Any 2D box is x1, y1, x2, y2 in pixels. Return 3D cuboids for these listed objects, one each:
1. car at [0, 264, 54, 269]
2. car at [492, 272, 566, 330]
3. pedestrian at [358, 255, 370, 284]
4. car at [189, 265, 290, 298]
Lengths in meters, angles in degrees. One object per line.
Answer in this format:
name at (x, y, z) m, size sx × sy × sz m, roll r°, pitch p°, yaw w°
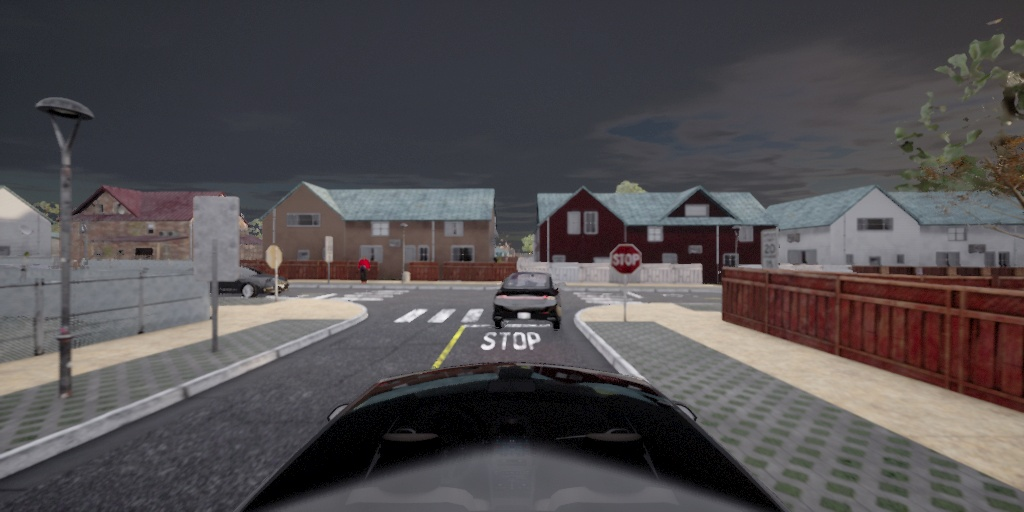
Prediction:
car at (-23.519, 1.089, 17.160) m, size 5.357 × 1.411 × 2.033 m, roll 1°, pitch 0°, yaw 1°
car at (0.624, 1.250, 11.202) m, size 2.128 × 1.511 × 4.902 m, roll 0°, pitch 0°, yaw 8°
pedestrian at (-9.367, 0.823, 22.714) m, size 0.375 × 1.860 × 0.375 m, roll 0°, pitch -1°, yaw 1°
car at (-13.112, 1.152, 16.882) m, size 4.892 × 1.490 × 1.837 m, roll 1°, pitch 0°, yaw 3°
